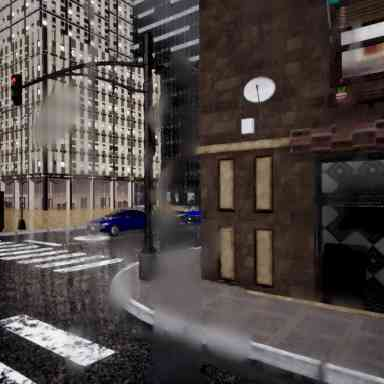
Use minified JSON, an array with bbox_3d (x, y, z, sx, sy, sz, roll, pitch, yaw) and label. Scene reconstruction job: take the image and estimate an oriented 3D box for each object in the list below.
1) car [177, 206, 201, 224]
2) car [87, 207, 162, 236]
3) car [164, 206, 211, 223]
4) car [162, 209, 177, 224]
[{"bbox_3d":[1.240,1.862,27.974,1.882,1.535,5.008,-1,-1,35],"label":"car"},{"bbox_3d":[-4.181,1.773,20.258,1.812,1.442,4.674,-1,-1,33],"label":"car"},{"bbox_3d":[-0.330,1.975,30.490,2.008,1.369,4.403,-2,-2,35],"label":"car"},{"bbox_3d":[-3.533,1.894,25.934,2.008,1.369,4.403,-2,-2,35],"label":"car"}]
